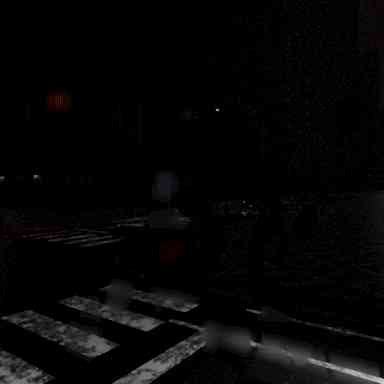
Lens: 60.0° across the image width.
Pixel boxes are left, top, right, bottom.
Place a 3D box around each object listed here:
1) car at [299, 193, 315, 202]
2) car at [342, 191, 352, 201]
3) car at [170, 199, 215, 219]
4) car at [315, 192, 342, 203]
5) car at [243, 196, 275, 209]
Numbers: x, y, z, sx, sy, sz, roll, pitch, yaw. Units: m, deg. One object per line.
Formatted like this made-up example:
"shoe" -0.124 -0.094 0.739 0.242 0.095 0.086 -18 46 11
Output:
"car" 17.860 0.837 50.492 1.812 1.442 4.674 0 1 36
"car" 25.394 0.653 55.701 1.882 1.535 5.008 0 1 36
"car" 0.023 1.246 25.711 1.994 1.385 4.181 0 1 35
"car" 19.511 0.814 47.473 1.837 1.490 4.892 0 1 36
"car" 7.280 1.115 35.860 1.895 1.301 4.718 0 1 35
